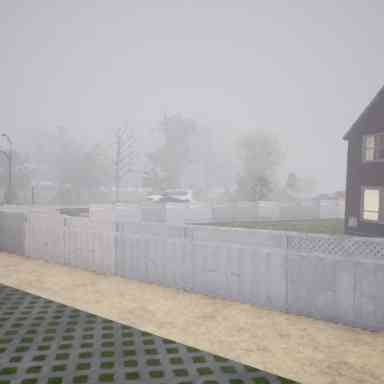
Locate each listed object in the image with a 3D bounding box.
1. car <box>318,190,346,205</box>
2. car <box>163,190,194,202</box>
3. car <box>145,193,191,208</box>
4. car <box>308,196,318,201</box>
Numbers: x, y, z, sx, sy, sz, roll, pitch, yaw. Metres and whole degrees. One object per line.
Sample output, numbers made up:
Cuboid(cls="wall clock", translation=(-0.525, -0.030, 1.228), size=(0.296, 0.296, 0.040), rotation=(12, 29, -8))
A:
Cuboid(cls="car", translation=(19.540, 0.782, 42.658), size=(5.566, 2.045, 2.150), rotation=(0, 2, -18))
Cuboid(cls="car", translation=(-2.472, 0.786, 38.817), size=(5.566, 2.045, 2.150), rotation=(0, 2, -18))
Cuboid(cls="car", translation=(-2.853, 1.211, 35.275), size=(4.674, 1.442, 1.812), rotation=(0, 2, -18))
Cuboid(cls="car", translation=(18.324, 0.930, 45.688), size=(5.008, 1.535, 1.882), rotation=(0, 2, -18))
